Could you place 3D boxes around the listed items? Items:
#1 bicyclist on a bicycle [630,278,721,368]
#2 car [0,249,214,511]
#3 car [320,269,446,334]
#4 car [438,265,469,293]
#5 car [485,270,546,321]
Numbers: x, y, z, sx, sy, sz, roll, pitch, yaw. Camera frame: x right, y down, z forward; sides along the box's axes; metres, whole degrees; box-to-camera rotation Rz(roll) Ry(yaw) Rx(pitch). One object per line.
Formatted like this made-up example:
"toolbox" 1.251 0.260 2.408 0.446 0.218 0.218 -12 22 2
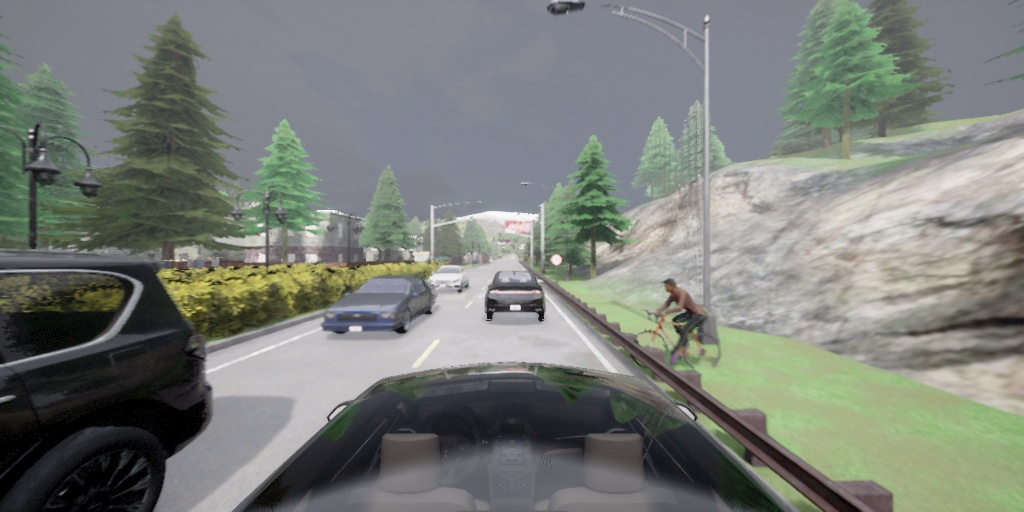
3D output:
"bicyclist on a bicycle" 2.929 1.224 6.392 1.656 1.620 0.582 3 -1 -1
"car" -3.598 0.973 0.687 2.150 2.045 5.566 0 0 0
"car" -3.609 1.298 10.943 2.033 1.411 5.357 0 0 0
"car" -3.603 1.276 20.993 1.812 1.442 4.674 0 0 0
"car" 0.093 1.241 12.526 2.128 1.511 4.902 0 0 0
